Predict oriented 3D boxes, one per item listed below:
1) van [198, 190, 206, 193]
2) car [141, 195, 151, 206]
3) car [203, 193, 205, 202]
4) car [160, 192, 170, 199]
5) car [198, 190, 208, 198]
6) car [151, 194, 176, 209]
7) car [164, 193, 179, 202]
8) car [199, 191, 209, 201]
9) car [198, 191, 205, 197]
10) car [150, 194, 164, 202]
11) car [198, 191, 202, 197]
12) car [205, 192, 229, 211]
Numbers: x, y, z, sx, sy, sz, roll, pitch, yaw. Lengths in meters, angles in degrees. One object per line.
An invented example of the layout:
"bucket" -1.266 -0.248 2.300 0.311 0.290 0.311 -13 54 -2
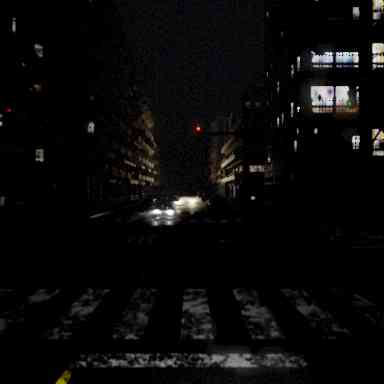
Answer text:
"van" 2.594 0.637 66.860 1.690 1.788 3.998 0 1 0
"car" -5.756 1.076 44.714 2.008 1.369 4.403 0 1 0
"car" 2.633 1.134 39.191 2.008 1.369 4.403 0 1 0
"car" -5.796 0.786 72.383 1.887 1.381 4.507 0 1 0
"car" 2.577 0.500 77.927 2.192 1.841 5.009 0 1 0
"car" -3.152 1.199 37.749 1.895 1.301 4.718 0 1 0
"car" -3.153 0.926 54.835 1.837 1.490 4.892 0 0 0
"car" 2.609 0.991 55.794 1.802 1.307 4.206 0 1 0
"car" 2.552 0.563 94.531 1.887 1.381 4.507 0 1 0
"car" -5.771 0.976 55.783 1.947 1.339 4.313 0 1 0
"car" 2.601 0.935 61.328 1.802 1.307 4.206 0 1 0
"car" 2.642 1.081 33.657 1.967 1.590 4.097 0 1 0
